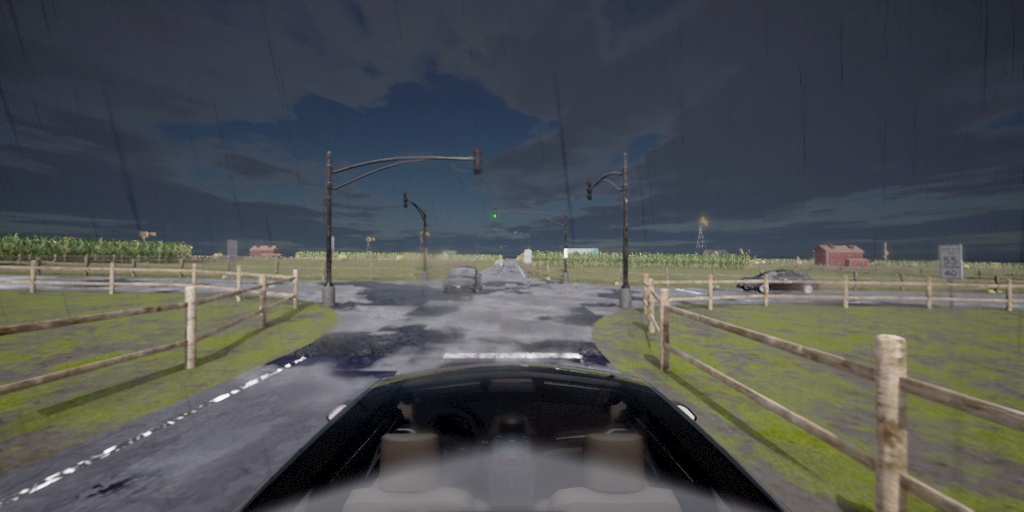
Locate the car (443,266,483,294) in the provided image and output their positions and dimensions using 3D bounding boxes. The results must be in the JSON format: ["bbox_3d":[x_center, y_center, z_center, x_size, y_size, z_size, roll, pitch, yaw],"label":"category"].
[{"bbox_3d":[-2.768,1.361,20.923,1.837,1.490,4.892,1,0,0],"label":"car"}]

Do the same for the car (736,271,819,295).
[{"bbox_3d":[17.819,1.741,24.155,4.892,1.490,1.837,1,-1,0],"label":"car"}]
